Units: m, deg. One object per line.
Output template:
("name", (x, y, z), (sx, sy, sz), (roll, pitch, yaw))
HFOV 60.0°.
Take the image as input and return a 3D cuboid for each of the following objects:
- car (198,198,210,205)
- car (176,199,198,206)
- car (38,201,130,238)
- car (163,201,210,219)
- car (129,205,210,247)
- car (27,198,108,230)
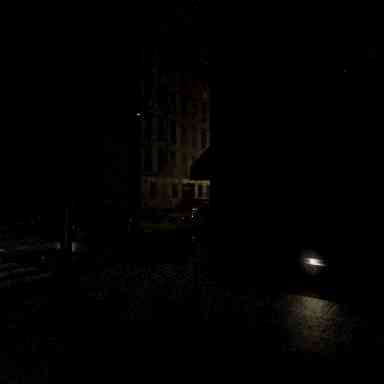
("car", (2.833, 1.314, 19.662), (2.192, 1.841, 5.009), (0, 0, 36))
("car", (0.613, 1.322, 25.992), (2.097, 1.767, 4.553), (0, 0, 35))
("car", (-5.222, 1.457, 17.823), (1.882, 1.535, 5.008), (0, 0, 34))
("car", (-0.394, 1.522, 28.956), (1.947, 1.339, 4.313), (0, 0, 36))
("car", (-0.371, 1.530, 15.180), (1.752, 1.417, 4.829), (0, 0, 36))
("car", (-6.994, 1.282, 19.714), (2.192, 1.841, 5.009), (0, 0, 36))
